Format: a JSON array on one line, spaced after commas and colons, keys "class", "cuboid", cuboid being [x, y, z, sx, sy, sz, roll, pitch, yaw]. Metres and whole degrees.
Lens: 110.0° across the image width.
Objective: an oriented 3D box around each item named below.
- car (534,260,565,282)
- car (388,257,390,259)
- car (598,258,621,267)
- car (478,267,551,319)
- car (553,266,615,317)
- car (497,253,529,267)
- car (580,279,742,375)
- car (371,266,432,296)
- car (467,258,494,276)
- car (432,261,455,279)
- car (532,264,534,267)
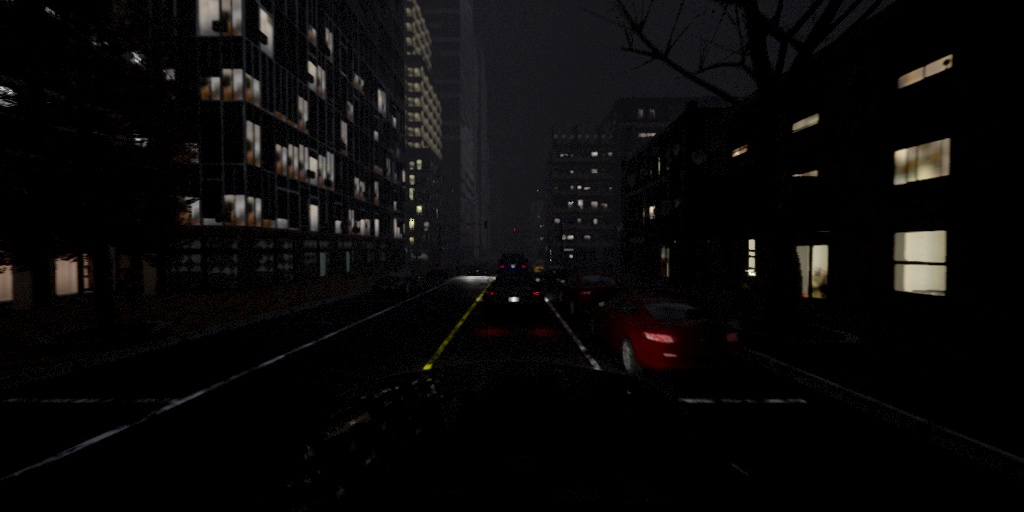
[{"class": "car", "cuboid": [2.832, 1.165, 24.065, 2.007, 1.370, 4.403, 0, 0, 0]}, {"class": "car", "cuboid": [-21.634, 0.695, 59.002, 4.829, 1.417, 1.751, 0, 0, 1]}, {"class": "car", "cuboid": [16.341, 1.041, 58.485, 4.403, 1.370, 2.007, 0, 0, 1]}, {"class": "car", "cuboid": [0.069, 1.246, 12.556, 1.994, 1.385, 4.181, 0, 0, 0]}, {"class": "car", "cuboid": [2.764, 1.228, 12.777, 1.888, 1.381, 4.507, 0, 0, 0]}, {"class": "car", "cuboid": [0.079, 0.814, 27.243, 2.150, 2.045, 5.566, 0, 0, 0]}, {"class": "car", "cuboid": [2.727, 1.299, 7.132, 1.802, 1.307, 4.207, 0, 0, 0]}, {"class": "car", "cuboid": [-5.785, 1.199, 18.482, 2.007, 1.370, 4.403, 0, 0, 0]}, {"class": "car", "cuboid": [-3.053, 1.121, 33.807, 1.994, 1.385, 4.181, 0, 0, 0]}, {"class": "car", "cuboid": [-5.805, 1.126, 29.771, 1.888, 1.381, 4.507, 0, 0, 0]}, {"class": "car", "cuboid": [2.839, 1.073, 35.523, 1.751, 1.417, 4.829, 0, 0, 0]}]
